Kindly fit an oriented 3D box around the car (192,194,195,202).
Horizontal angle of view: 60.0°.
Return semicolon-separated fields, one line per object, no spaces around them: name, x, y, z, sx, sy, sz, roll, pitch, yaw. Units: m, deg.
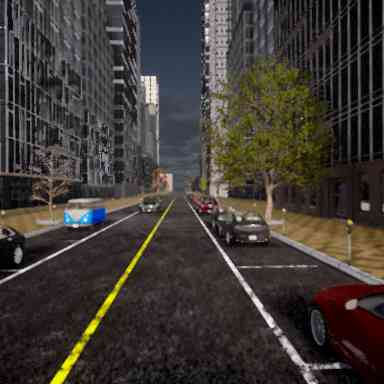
car;1.367;1.256;37.443;1.967;1.590;4.097;0;0;-2

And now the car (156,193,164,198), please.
car;-9.096;1.105;94.030;1.947;1.339;4.313;0;0;-2

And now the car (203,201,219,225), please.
car;1.994;1.451;20.378;2.008;1.369;4.403;0;0;-2

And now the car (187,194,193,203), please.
car;0.533;1.239;60.198;1.887;1.381;4.507;0;0;-2

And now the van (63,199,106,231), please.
van;-6.382;1.296;20.074;1.690;1.788;3.998;0;0;-2

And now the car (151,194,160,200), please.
car;-8.469;1.229;76.964;1.802;1.307;4.206;0;0;-2

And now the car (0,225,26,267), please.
car;-5.964;1.555;8.697;2.008;1.369;4.403;0;0;-2

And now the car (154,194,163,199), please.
car;-8.887;1.120;88.341;1.887;1.381;4.507;0;0;-2

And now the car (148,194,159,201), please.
car;-8.260;1.226;71.274;1.887;1.381;4.507;0;0;-2

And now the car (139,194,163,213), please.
car;-4.214;1.219;34.309;2.097;1.767;4.553;0;0;-2

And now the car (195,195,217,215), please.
car;1.576;1.284;31.755;1.967;1.590;4.097;0;0;-2

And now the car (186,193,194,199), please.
car;-0.512;1.087;88.640;1.947;1.339;4.313;0;0;-2

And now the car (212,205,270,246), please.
car;2.203;1.477;14.690;2.008;1.369;4.403;0;0;-2

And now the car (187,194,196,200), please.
car;-0.094;1.158;77.264;1.947;1.339;4.313;0;0;-2

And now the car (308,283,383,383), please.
car;2.620;1.552;3.313;1.802;1.307;4.206;0;0;-2
